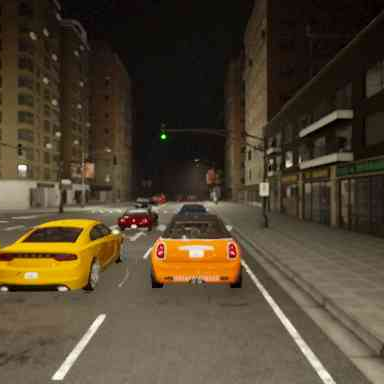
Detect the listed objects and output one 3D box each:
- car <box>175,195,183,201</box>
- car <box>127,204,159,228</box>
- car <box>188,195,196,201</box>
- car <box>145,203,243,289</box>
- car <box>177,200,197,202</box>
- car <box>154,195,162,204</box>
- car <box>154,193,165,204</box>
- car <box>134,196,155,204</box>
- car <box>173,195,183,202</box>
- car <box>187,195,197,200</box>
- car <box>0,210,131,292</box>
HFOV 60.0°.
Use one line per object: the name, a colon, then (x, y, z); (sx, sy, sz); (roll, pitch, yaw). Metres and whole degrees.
car: (-3.263, 1.481, 85.851); (1.882, 1.535, 5.008); (0, 0, 0)
car: (-3.184, 1.620, 20.580); (1.895, 1.301, 4.718); (0, 0, 0)
car: (-0.013, 1.543, 85.851); (2.033, 1.411, 5.357); (0, 0, 0)
car: (0.100, 1.361, 9.359); (2.097, 1.767, 4.553); (0, 0, 0)
car: (0.070, 1.497, 21.277); (1.882, 1.535, 5.008); (0, 0, 0)
car: (-6.582, 1.665, 54.634); (1.895, 1.301, 4.718); (0, 0, 1)
car: (-6.510, 1.303, 65.231); (2.150, 2.045, 5.566); (0, 0, 0)
car: (-6.602, 1.541, 44.438); (2.128, 1.511, 4.902); (0, 0, 0)
car: (-3.261, 1.596, 75.429); (1.837, 1.490, 4.892); (0, 0, 0)
car: (-0.011, 1.452, 75.816); (2.097, 1.767, 4.553); (0, 0, 0)
car: (-3.149, 1.485, 8.992); (1.882, 1.535, 5.008); (0, 0, 0)
